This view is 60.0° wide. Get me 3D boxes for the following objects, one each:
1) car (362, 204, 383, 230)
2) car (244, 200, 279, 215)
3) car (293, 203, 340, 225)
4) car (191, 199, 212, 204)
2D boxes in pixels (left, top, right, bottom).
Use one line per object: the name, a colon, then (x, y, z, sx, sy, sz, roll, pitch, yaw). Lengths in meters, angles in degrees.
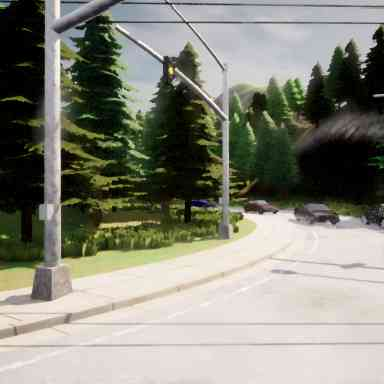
car: (12.283, 1.505, 20.749, 1.837, 1.490, 4.892, 0, 0, 8)
car: (7.048, 1.526, 34.578, 1.812, 1.442, 4.674, 0, 0, -21)
car: (9.025, 1.547, 24.582, 2.033, 1.411, 5.357, 0, 0, 1)
car: (1.555, 1.477, 44.656, 1.882, 1.535, 5.008, 0, 0, -34)
